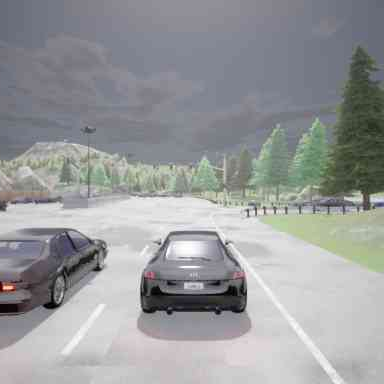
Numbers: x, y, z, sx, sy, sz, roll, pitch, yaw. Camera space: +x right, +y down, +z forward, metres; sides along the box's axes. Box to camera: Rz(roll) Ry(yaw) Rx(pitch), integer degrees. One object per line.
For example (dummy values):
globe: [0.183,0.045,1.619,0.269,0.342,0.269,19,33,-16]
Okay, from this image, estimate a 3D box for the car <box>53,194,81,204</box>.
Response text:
car: [-21.620,1.308,57.825,2.128,1.511,4.902,0,0,0]

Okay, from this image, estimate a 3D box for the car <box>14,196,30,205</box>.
car: [-28.594,1.386,56.100,1.994,1.385,4.181,0,0,0]

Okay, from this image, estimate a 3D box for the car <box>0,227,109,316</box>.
car: [-3.469,1.547,7.798,2.033,1.411,5.357,0,0,0]

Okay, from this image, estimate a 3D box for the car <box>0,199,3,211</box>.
car: [-6.945,1.221,7.587,2.150,2.045,5.566,0,0,-2]

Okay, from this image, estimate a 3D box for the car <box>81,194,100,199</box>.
car: [-21.684,1.282,70.681,1.812,1.442,4.674,0,0,-1]

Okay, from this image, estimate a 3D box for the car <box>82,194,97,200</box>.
car: [-25.350,1.246,82.454,2.033,1.411,5.357,0,0,-1]

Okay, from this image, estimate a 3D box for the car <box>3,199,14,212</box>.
car: [-21.411,1.410,35.122,2.128,1.511,4.902,0,0,-1]

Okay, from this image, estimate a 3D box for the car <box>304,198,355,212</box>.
car: [15.656,1.398,37.531,4.902,1.511,2.128,0,0,7]

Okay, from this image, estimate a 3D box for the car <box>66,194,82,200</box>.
car: [-28.832,1.249,81.629,2.033,1.411,5.357,0,0,-1]

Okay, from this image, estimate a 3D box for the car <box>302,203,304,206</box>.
car: [15.730,1.454,41.052,4.181,1.385,1.994,0,0,7]

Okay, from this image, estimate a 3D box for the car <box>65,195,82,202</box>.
car: [-25.186,1.310,70.860,1.994,1.385,4.181,0,0,-1]

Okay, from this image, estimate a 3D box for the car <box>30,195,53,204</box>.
car: [-25.097,1.421,56.680,1.895,1.301,4.718,0,0,0]

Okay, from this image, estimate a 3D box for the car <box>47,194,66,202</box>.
car: [-28.681,1.284,70.411,2.128,1.511,4.902,0,0,-1]

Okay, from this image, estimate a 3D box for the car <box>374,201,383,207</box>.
car: [24.476,1.374,39.636,5.008,1.535,1.882,0,0,13]

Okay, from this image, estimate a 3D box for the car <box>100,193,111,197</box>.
car: [-21.798,1.256,80.157,2.033,1.411,5.357,0,0,-1]

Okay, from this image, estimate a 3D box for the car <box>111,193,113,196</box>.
car: [-22.624,1.025,90.581,2.097,1.767,4.553,0,0,-7]

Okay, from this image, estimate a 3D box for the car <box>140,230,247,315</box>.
car: [0.030,1.563,7.649,1.994,1.385,4.181,0,0,0]
